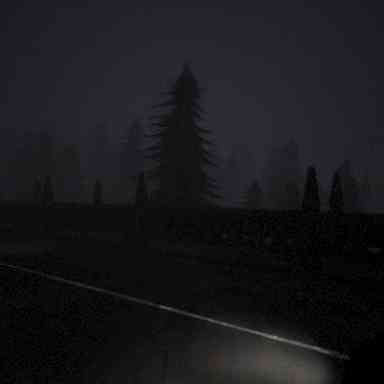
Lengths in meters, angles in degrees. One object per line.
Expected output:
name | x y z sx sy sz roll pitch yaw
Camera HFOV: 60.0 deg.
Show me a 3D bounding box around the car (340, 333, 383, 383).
car | 3.337 1.514 1.611 4.892 1.490 1.837 0 0 36
